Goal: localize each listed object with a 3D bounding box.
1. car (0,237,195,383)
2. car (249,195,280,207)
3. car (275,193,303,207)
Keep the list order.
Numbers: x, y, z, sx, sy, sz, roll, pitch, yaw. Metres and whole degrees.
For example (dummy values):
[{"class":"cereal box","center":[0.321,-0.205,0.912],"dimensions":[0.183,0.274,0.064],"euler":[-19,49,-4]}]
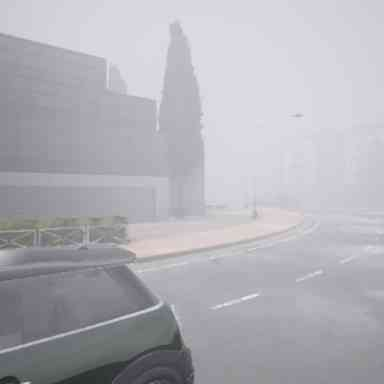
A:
[{"class":"car","center":[-2.232,1.354,2.616],"dimensions":[4.553,1.767,2.097],"euler":[0,0,-38]},{"class":"car","center":[10.932,1.547,52.010],"dimensions":[2.033,1.411,5.357],"euler":[0,0,-20]},{"class":"car","center":[14.739,1.221,51.603],"dimensions":[2.150,2.045,5.566],"euler":[0,0,-18]}]
